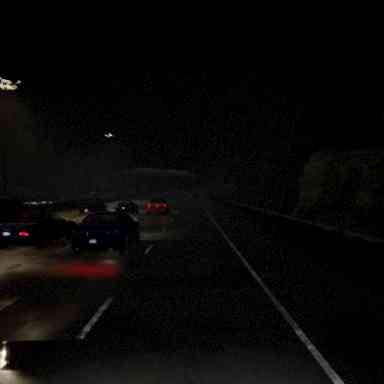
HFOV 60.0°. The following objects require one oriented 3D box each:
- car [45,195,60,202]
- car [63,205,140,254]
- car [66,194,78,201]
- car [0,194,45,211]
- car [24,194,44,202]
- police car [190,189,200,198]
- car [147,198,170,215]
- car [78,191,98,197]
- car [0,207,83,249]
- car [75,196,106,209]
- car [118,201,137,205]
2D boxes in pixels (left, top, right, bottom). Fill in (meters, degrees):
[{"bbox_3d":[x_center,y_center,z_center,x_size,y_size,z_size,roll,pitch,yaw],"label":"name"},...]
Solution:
[{"bbox_3d":[-28.013,1.240,66.645,1.994,1.385,4.181,0,1,0],"label":"car"},{"bbox_3d":[-3.402,1.547,13.894,1.882,1.535,5.008,0,0,0],"label":"car"},{"bbox_3d":[-24.513,1.130,68.881,1.882,1.535,5.008,0,1,0],"label":"car"},{"bbox_3d":[-10.392,1.299,17.935,2.150,2.045,5.566,0,0,0],"label":"car"},{"bbox_3d":[-31.513,1.211,66.644,1.812,1.442,4.674,0,1,0],"label":"car"},{"bbox_3d":[1.033,0.725,85.875,1.930,1.638,5.238,0,1,0],"label":"police car"},{"bbox_3d":[-3.407,1.394,34.746,2.097,1.767,4.553,0,0,0],"label":"car"},{"bbox_3d":[-21.013,0.886,68.431,2.150,2.045,5.566,0,1,0],"label":"car"},{"bbox_3d":[-6.903,1.619,14.928,2.033,1.411,5.357,0,0,0],"label":"car"},{"bbox_3d":[-10.407,1.545,35.162,1.837,1.490,4.892,0,0,0],"label":"car"},{"bbox_3d":[-6.907,1.602,35.551,1.994,1.385,4.181,0,0,0],"label":"car"}]
